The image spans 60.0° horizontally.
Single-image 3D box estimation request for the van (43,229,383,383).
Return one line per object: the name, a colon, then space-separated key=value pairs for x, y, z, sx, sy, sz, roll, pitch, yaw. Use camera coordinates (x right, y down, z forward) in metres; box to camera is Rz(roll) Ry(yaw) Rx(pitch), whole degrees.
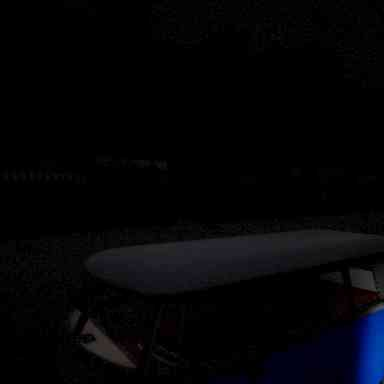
van: x=0.682 y=1.346 z=3.288 sx=3.998 sy=1.788 sz=1.690 roll=0 pitch=0 yaw=-35
